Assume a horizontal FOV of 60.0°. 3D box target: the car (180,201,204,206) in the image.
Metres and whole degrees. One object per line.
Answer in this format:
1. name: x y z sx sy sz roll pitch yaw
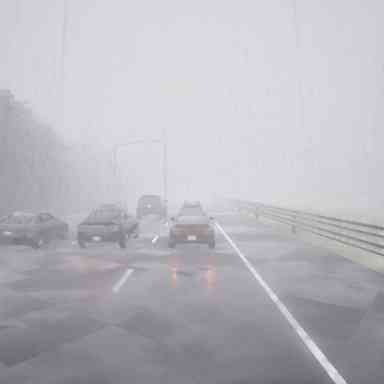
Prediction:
1. car: 0.000 1.513 29.650 2.128 1.511 4.902 0 0 0

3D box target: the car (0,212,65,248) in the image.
1. car: -6.992 1.556 14.652 1.994 1.385 4.181 1 0 0

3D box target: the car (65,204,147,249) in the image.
1. car: -3.500 1.500 14.650 2.128 1.511 4.902 0 0 0

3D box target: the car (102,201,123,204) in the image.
1. car: -7.000 1.535 29.649 1.837 1.490 4.892 0 0 0

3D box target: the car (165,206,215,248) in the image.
1. car: 0.000 1.538 14.649 1.812 1.442 4.674 0 0 0

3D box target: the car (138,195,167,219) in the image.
1. car: -3.500 1.276 29.680 2.150 2.045 5.566 0 0 0
